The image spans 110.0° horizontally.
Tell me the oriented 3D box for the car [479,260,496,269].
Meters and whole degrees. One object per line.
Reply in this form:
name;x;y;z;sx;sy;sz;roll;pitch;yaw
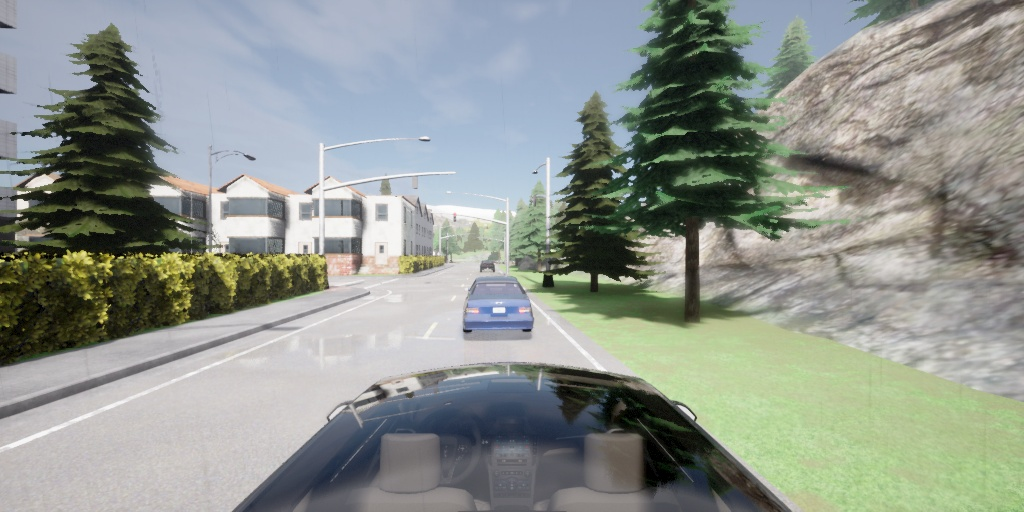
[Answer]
car;-3.111;1.255;45.298;1.837;1.490;4.892;0;0;-4

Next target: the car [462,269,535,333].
car;-0.478;1.297;10.777;2.033;1.411;5.357;0;0;-4
